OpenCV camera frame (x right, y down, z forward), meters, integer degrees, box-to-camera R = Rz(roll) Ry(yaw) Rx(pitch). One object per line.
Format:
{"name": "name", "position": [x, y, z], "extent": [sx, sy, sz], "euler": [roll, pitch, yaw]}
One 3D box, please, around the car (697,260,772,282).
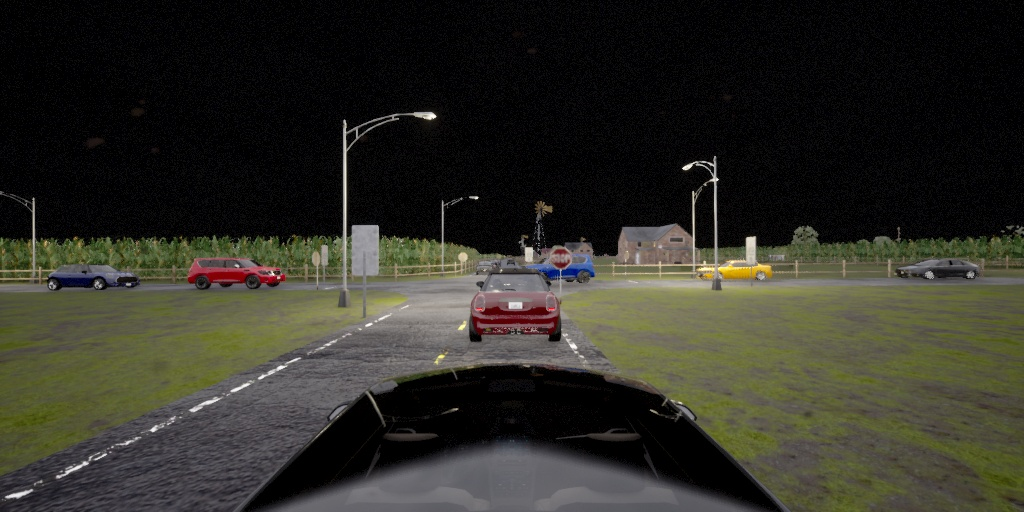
{"name": "car", "position": [16.305, 1.081, 26.453], "extent": [5.008, 1.535, 1.882], "euler": [-1, 0, 1]}

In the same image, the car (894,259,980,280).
{"name": "car", "position": [31.030, 0.977, 26.245], "extent": [4.892, 1.490, 1.837], "euler": [0, 0, 1]}

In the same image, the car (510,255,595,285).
{"name": "car", "position": [3.064, 0.949, 24.779], "extent": [5.566, 2.045, 2.150], "euler": [-1, -1, -23]}

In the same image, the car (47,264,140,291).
{"name": "car", "position": [-28.002, 1.345, 24.119], "extent": [4.553, 1.767, 2.097], "euler": [-1, 0, 1]}

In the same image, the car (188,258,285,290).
{"name": "car", "position": [-18.348, 1.126, 23.985], "extent": [5.566, 2.045, 2.150], "euler": [-1, 0, 1]}

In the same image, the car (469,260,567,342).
{"name": "car", "position": [0.058, 1.103, 9.955], "extent": [2.097, 1.767, 4.553], "euler": [0, 0, -1]}
